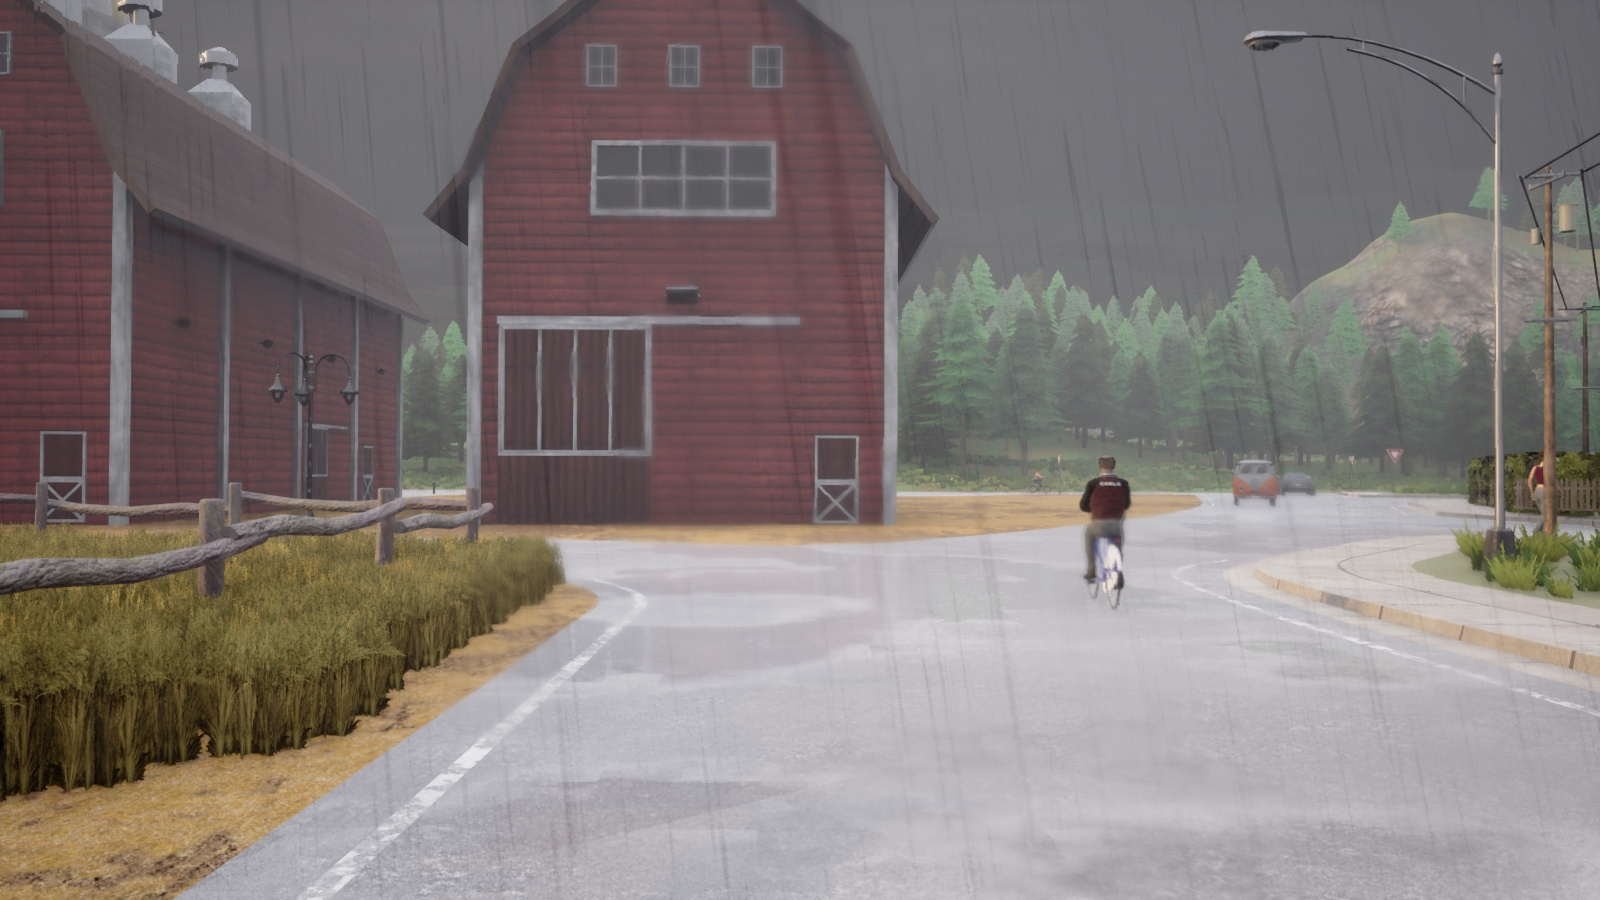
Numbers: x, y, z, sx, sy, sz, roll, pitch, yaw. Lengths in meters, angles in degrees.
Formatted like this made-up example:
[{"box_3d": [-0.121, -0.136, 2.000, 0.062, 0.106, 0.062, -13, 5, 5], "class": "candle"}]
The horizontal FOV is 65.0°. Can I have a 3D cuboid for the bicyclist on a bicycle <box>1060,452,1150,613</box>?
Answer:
[{"box_3d": [3.551, 0.919, 14.755, 0.659, 1.776, 1.843, 0, -1, 2], "class": "bicyclist on a bicycle"}]

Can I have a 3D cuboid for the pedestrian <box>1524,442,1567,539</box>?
[{"box_3d": [14.203, 0.772, 23.927, 0.594, 1.836, 0.345, 0, -1, -11], "class": "pedestrian"}]

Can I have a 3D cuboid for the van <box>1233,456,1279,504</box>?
[{"box_3d": [19.647, 1.243, 54.225, 1.775, 1.987, 4.442, -1, 0, 19], "class": "van"}]

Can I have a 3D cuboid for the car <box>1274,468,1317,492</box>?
[{"box_3d": [29.638, 1.789, 75.193, 1.994, 1.385, 4.181, -1, -1, 16], "class": "car"}]
